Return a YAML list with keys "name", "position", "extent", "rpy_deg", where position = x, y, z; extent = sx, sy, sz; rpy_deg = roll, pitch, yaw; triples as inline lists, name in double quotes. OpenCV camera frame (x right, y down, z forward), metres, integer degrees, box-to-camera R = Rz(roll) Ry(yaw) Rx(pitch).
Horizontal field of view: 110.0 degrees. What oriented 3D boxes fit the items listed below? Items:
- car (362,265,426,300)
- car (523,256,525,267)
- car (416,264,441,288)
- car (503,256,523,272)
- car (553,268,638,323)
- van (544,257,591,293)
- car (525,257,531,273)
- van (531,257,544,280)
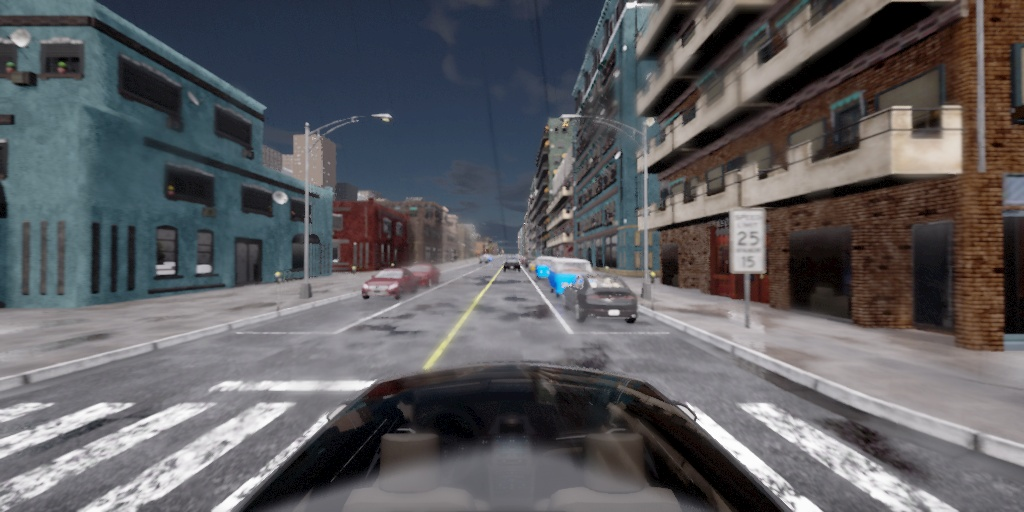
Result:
- name: "car"
  position: [-5.689, 1.249, 17.209]
  extent: [1.802, 1.307, 4.207]
  rpy_deg: [0, 0, 0]
- name: "car"
  position: [2.693, 1.041, 50.730]
  extent: [1.948, 1.339, 4.313]
  rpy_deg: [0, 0, 0]
- name: "car"
  position: [-5.689, 1.182, 22.790]
  extent: [1.888, 1.381, 4.507]
  rpy_deg: [0, 0, 0]
- name: "car"
  position: [0.001, 1.013, 40.729]
  extent: [1.882, 1.535, 5.008]
  rpy_deg: [0, 0, 0]
- name: "car"
  position: [2.692, 1.247, 11.665]
  extent: [2.007, 1.370, 4.403]
  rpy_deg: [0, 0, 0]
- name: "van"
  position: [2.692, 1.008, 17.244]
  extent: [1.690, 1.789, 3.998]
  rpy_deg: [0, 0, 0]
- name: "car"
  position: [2.692, 1.068, 39.738]
  extent: [1.751, 1.417, 4.829]
  rpy_deg: [0, 0, 0]
- name: "van"
  position: [2.692, 0.947, 28.407]
  extent: [1.690, 1.789, 3.998]
  rpy_deg: [0, 0, 0]
